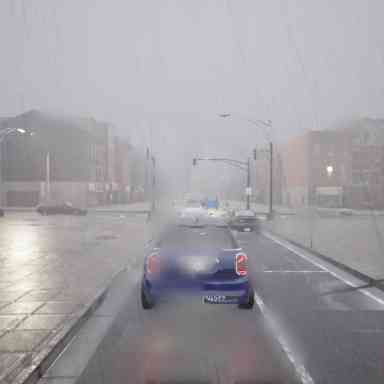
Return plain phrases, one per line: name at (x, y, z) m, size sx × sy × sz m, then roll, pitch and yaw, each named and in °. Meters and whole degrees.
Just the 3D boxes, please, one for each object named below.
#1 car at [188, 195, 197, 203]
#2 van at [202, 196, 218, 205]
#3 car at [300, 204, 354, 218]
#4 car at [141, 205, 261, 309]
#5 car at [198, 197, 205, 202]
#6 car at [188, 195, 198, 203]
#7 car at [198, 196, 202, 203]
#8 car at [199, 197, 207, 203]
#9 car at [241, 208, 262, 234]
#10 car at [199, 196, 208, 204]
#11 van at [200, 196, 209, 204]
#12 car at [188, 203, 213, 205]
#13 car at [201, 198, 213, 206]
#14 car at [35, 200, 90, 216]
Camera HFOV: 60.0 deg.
car at (0.095, 1.709, 85.859) m, size 2.150 × 2.045 × 5.566 m, roll 0°, pitch -1°, yaw 0°
van at (2.668, 1.477, 45.048) m, size 1.690 × 1.788 × 3.998 m, roll -1°, pitch 0°, yaw 0°
car at (13.283, 1.828, 33.051) m, size 4.718 × 1.301 × 1.895 m, roll 1°, pitch 1°, yaw 1°
car at (0.107, 1.356, 8.018) m, size 2.097 × 1.767 × 4.553 m, roll 0°, pitch 0°, yaw 0°
car at (2.721, 2.144, 92.658) m, size 1.802 × 1.307 × 4.206 m, roll -2°, pitch -1°, yaw 0°
car at (0.086, 1.899, 75.479) m, size 2.128 × 1.511 × 4.902 m, roll 0°, pitch -1°, yaw 0°
car at (2.678, 1.520, 55.630) m, size 2.192 × 1.841 × 5.009 m, roll -1°, pitch 0°, yaw 0°
car at (2.710, 1.987, 82.078) m, size 1.887 × 1.381 × 4.507 m, roll -1°, pitch -1°, yaw 0°
car at (2.645, 1.573, 18.089) m, size 2.008 × 1.369 × 4.403 m, roll -1°, pitch 0°, yaw 0°
car at (2.702, 1.829, 76.789) m, size 1.967 × 1.590 × 4.097 m, roll -1°, pitch -1°, yaw 0°
van at (2.694, 1.678, 71.500) m, size 1.690 × 1.788 × 3.998 m, roll -1°, pitch -1°, yaw 0°
car at (0.148, 1.547, 17.837) m, size 1.812 × 1.442 × 4.674 m, roll 0°, pitch 0°, yaw 1°
car at (2.688, 1.797, 60.917) m, size 2.008 × 1.369 × 4.403 m, roll -1°, pitch -1°, yaw 0°
car at (-11.686, 1.460, 30.157) m, size 4.674 × 1.442 × 1.812 m, roll 1°, pitch 1°, yaw 2°
